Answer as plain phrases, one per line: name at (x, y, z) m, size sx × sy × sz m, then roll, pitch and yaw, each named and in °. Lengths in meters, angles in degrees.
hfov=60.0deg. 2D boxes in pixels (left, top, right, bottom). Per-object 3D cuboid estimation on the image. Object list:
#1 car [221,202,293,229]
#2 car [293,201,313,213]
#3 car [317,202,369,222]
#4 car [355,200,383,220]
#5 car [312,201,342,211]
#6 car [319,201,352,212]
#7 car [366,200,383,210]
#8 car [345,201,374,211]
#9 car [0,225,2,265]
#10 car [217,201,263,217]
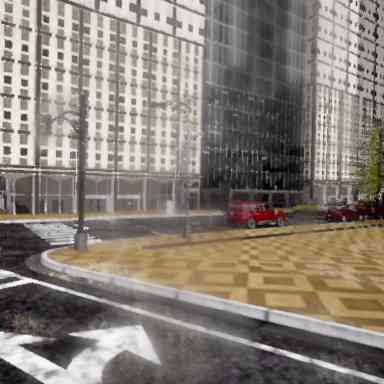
car at (4.714, 1.652, 24.479) m, size 5.009 × 1.841 × 2.192 m, roll 1°, pitch 1°, yaw -34°
car at (14.158, 1.791, 40.492) m, size 4.829 × 1.417 × 1.752 m, roll 1°, pitch 1°, yaw -34°
car at (14.066, 1.971, 30.884) m, size 4.507 × 1.381 × 1.887 m, roll 1°, pitch 1°, yaw -34°
car at (18.750, 1.786, 34.081) m, size 5.009 × 1.841 × 2.192 m, roll 1°, pitch 1°, yaw -34°
car at (16.800, 1.943, 39.296) m, size 4.718 × 1.301 × 1.895 m, roll 1°, pitch 1°, yaw -34°
car at (18.977, 1.878, 43.789) m, size 4.313 × 1.339 × 1.947 m, roll 1°, pitch 1°, yaw -34°
car at (28.335, 1.969, 50.190) m, size 4.313 × 1.339 × 1.947 m, roll 1°, pitch 1°, yaw -34°
car at (23.655, 1.939, 46.990) m, size 4.206 × 1.307 × 1.802 m, roll 1°, pitch 1°, yaw -34°
car at (-7.322, 1.534, 10.731) m, size 2.128 × 1.511 × 4.902 m, roll 0°, pitch -1°, yaw -34°
car at (4.940, 1.728, 34.187) m, size 4.403 × 1.369 × 2.008 m, roll 1°, pitch 1°, yaw -34°
